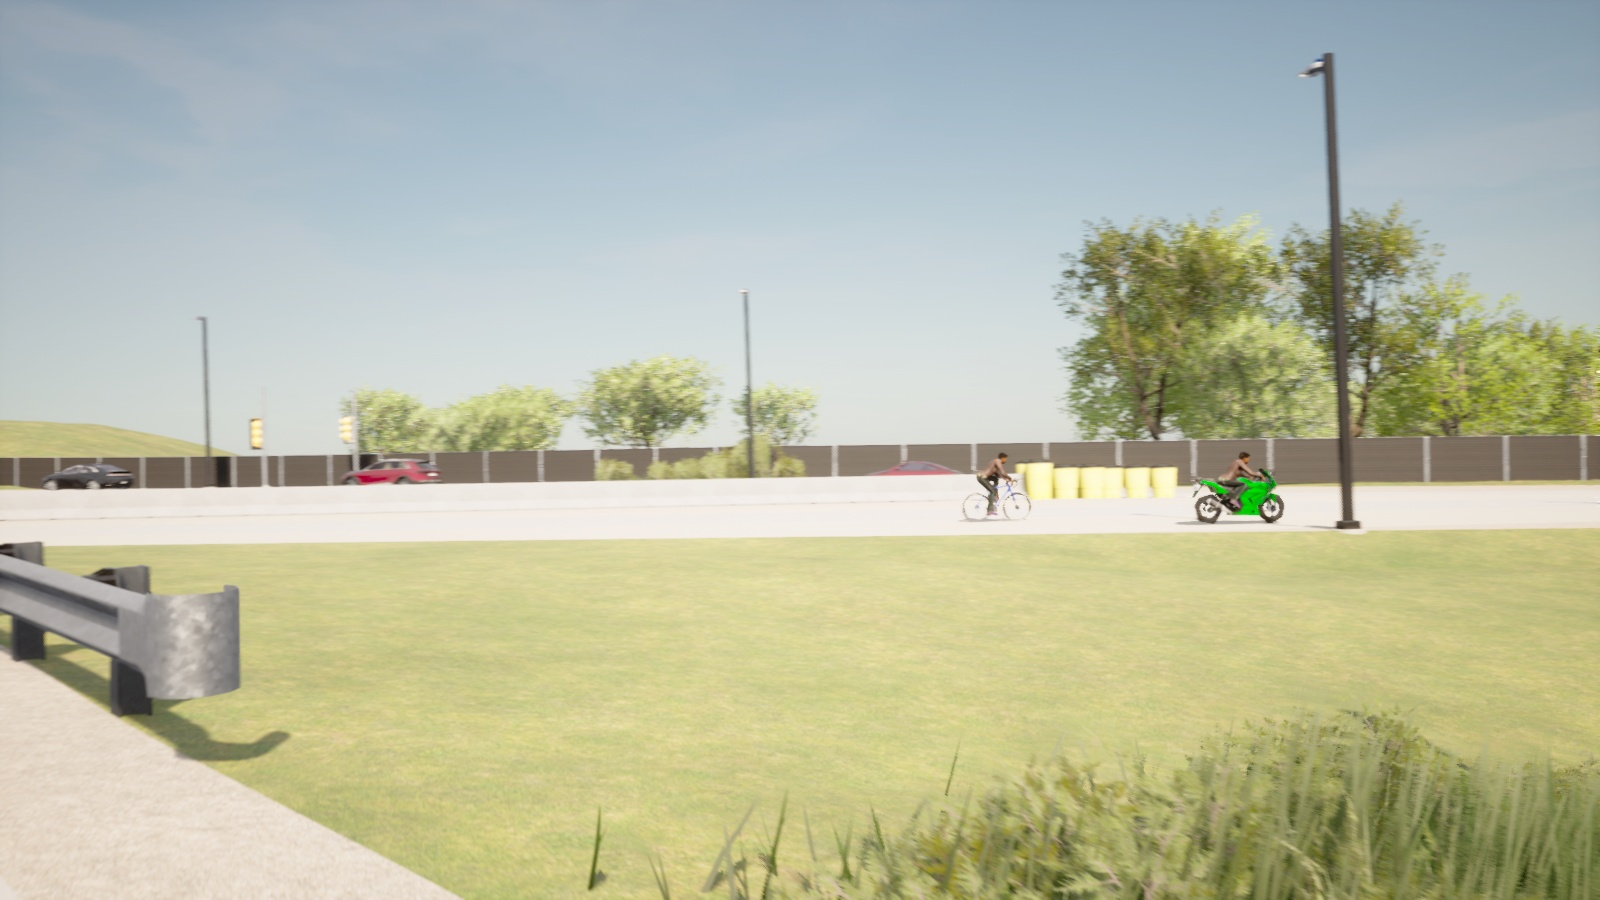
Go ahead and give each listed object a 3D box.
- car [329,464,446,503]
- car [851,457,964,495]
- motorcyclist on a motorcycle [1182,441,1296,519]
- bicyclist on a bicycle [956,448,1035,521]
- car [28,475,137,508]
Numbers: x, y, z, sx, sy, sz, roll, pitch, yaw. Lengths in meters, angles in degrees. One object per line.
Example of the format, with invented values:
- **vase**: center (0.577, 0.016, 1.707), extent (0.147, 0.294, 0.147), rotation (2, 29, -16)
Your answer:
- **car**: center (-19.081, 1.557, 58.149), extent (4.856, 1.649, 2.033), rotation (-2, 0, 19)
- **car**: center (4.350, 1.049, 50.599), extent (4.181, 1.385, 1.994), rotation (-2, 0, 15)
- **motorcyclist on a motorcycle**: center (9.168, 0.622, 26.259), extent (2.044, 1.523, 0.797), rotation (-2, -1, -8)
- **bicyclist on a bicycle**: center (4.538, 0.792, 29.154), extent (1.656, 1.620, 0.582), rotation (-1, -1, -8)
- **car**: center (-36.691, 2.106, 64.254), extent (4.902, 1.511, 2.128), rotation (-2, 0, 19)
